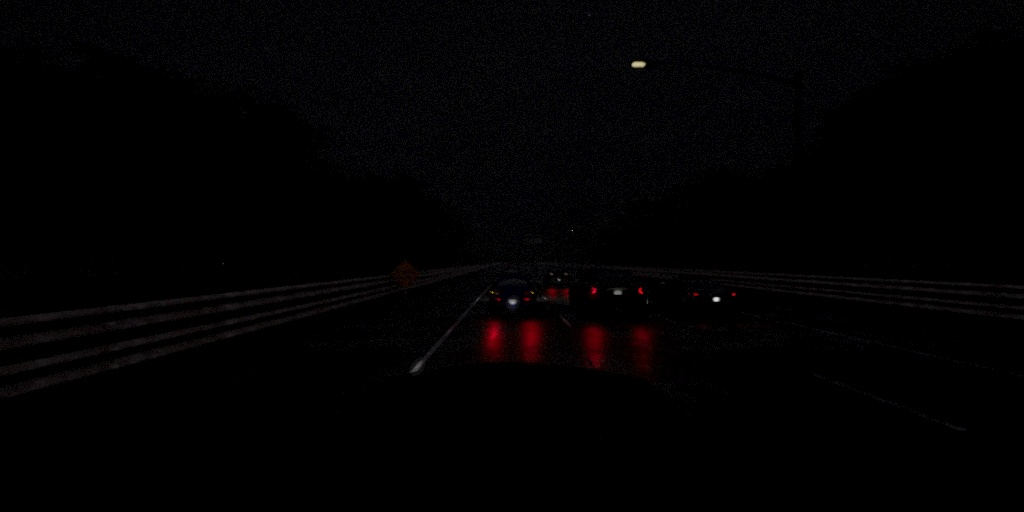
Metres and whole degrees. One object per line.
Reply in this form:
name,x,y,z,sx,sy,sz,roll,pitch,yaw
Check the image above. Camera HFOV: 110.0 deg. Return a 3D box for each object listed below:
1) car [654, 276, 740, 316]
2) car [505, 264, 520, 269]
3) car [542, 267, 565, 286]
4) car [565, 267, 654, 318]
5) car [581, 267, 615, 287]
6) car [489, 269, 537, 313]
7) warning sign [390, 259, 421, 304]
car,7.047,1.485,14.338,1.994,1.385,4.181,0,-1,1
car,0.048,1.655,29.777,1.812,1.442,4.674,0,-1,0
car,3.543,1.613,29.126,2.128,1.511,4.902,0,-1,1
car,3.544,1.268,14.050,2.097,1.767,4.553,0,-1,1
car,7.052,1.656,29.882,1.812,1.442,4.674,0,-1,1
car,0.050,1.453,14.886,1.812,1.442,4.674,0,-1,1
warning sign,-4.551,1.049,15.305,1.300,1.860,1.060,0,0,0
